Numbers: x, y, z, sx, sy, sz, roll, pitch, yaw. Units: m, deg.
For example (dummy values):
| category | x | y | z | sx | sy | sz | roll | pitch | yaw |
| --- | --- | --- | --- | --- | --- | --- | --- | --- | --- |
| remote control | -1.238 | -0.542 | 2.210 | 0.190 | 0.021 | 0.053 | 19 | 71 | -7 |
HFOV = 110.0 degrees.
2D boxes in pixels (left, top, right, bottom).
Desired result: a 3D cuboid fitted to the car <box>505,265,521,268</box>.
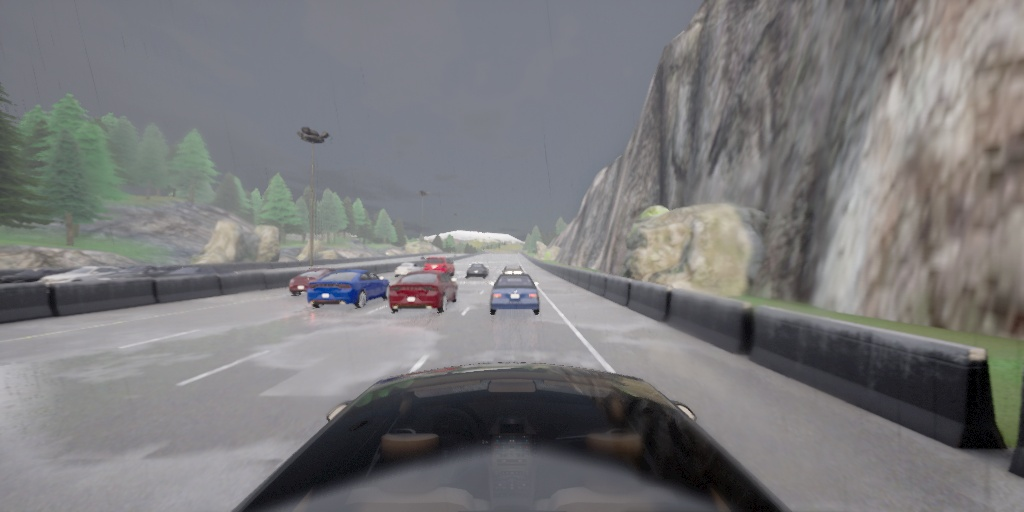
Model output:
| category | x | y | z | sx | sy | sz | roll | pitch | yaw |
| --- | --- | --- | --- | --- | --- | --- | --- | --- | --- |
| car | 0.097 | 1.479 | 33.497 | 1.895 | 1.301 | 4.718 | 0 | 0 | 0 |

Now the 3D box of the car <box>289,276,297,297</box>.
| category | x | y | z | sx | sy | sz | roll | pitch | yaw |
| --- | --- | --- | --- | --- | --- | --- | --- | --- | --- |
| car | -10.416 | 1.394 | 19.980 | 1.812 | 1.442 | 4.674 | 0 | 0 | 0 |

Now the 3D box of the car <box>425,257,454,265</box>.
| category | x | y | z | sx | sy | sz | roll | pitch | yaw |
| --- | --- | --- | --- | --- | --- | --- | --- | --- | --- |
| car | -6.903 | 1.098 | 34.435 | 2.150 | 2.045 | 5.566 | 0 | 0 | 0 |

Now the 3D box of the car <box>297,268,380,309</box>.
| category | x | y | z | sx | sy | sz | roll | pitch | yaw |
| --- | --- | --- | --- | --- | --- | --- | --- | --- | --- |
| car | -6.901 | 1.329 | 15.753 | 1.882 | 1.535 | 5.008 | 0 | 0 | 0 |

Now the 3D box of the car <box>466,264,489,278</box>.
| category | x | y | z | sx | sy | sz | roll | pitch | yaw |
| --- | --- | --- | --- | --- | --- | --- | --- | --- | --- |
| car | -3.403 | 1.437 | 35.851 | 1.994 | 1.385 | 4.181 | 0 | 0 | 0 |

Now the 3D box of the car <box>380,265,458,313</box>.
| category | x | y | z | sx | sy | sz | roll | pitch | yaw |
| --- | --- | --- | --- | --- | --- | --- | --- | --- | --- |
| car | -3.401 | 1.322 | 14.570 | 1.882 | 1.535 | 5.008 | 0 | 0 | 0 |

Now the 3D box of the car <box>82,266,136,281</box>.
| category | x | y | z | sx | sy | sz | roll | pitch | yaw |
| --- | --- | --- | --- | --- | --- | --- | --- | --- | --- |
| car | -24.600 | 1.370 | 23.977 | 2.128 | 1.511 | 4.902 | 0 | 0 | 0 |

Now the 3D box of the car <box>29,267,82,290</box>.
| category | x | y | z | sx | sy | sz | roll | pitch | yaw |
| --- | --- | --- | --- | --- | --- | --- | --- | --- | --- |
| car | -28.100 | 1.404 | 23.997 | 1.812 | 1.442 | 4.674 | 0 | 0 | 0 |

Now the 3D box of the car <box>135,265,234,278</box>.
| category | x | y | z | sx | sy | sz | roll | pitch | yaw |
| --- | --- | --- | --- | --- | --- | --- | --- | --- | --- |
| car | -21.102 | 1.426 | 23.855 | 2.033 | 1.411 | 5.357 | 0 | 0 | 0 |

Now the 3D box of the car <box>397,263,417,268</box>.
| category | x | y | z | sx | sy | sz | roll | pitch | yaw |
| --- | --- | --- | --- | --- | --- | --- | --- | --- | --- |
| car | -10.403 | 1.397 | 36.276 | 1.812 | 1.442 | 4.674 | 0 | 0 | 0 |

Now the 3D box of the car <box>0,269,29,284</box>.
| category | x | y | z | sx | sy | sz | roll | pitch | yaw |
| --- | --- | --- | --- | --- | --- | --- | --- | --- | --- |
| car | -31.600 | 1.479 | 23.894 | 1.895 | 1.301 | 4.718 | 0 | 0 | 0 |

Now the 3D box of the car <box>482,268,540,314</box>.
| category | x | y | z | sx | sy | sz | roll | pitch | yaw |
| --- | --- | --- | --- | --- | --- | --- | --- | --- | --- |
| car | 0.099 | 1.391 | 14.394 | 2.033 | 1.411 | 5.357 | 0 | 0 | 0 |
